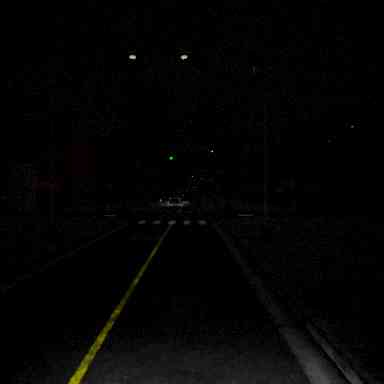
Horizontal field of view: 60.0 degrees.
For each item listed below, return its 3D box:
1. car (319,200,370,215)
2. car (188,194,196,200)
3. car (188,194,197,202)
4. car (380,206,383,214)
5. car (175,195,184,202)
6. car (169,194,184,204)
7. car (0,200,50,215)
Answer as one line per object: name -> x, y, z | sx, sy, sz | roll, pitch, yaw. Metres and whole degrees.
car -> 13.962, 1.418, 30.532 | 4.403, 1.369, 2.008 | 0, 0, 0
car -> 0.014, 1.302, 82.752 | 1.837, 1.490, 4.892 | 0, 0, 0
car -> 0.013, 1.333, 72.736 | 1.812, 1.442, 4.674 | 0, 0, 0
car -> 19.638, 1.456, 30.565 | 4.313, 1.339, 1.947 | 0, 0, 0
car -> -2.737, 1.394, 73.105 | 1.895, 1.301, 4.718 | 0, 0, 0
car -> -2.790, 1.148, 57.224 | 2.097, 1.767, 4.553 | 0, 0, 1
car -> -15.068, 1.323, 30.364 | 4.507, 1.381, 1.887 | 0, 0, 0
